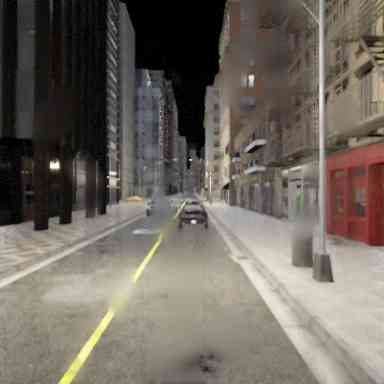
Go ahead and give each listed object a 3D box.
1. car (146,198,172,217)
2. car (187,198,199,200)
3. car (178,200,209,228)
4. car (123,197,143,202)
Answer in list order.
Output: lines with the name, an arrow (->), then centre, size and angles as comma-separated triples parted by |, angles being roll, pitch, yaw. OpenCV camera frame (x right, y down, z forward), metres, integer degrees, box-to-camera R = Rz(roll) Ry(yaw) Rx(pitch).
car -> -3.092, 1.372, 31.666 | 2.097, 1.767, 4.553 | 0, 0, 0
car -> 0.103, 1.512, 40.475 | 2.128, 1.511, 4.902 | 0, 0, 0
car -> 0.102, 1.520, 22.217 | 1.837, 1.490, 4.892 | 0, 0, 0
car -> -14.388, 1.706, 81.071 | 4.829, 1.417, 1.752 | -1, 0, 0
